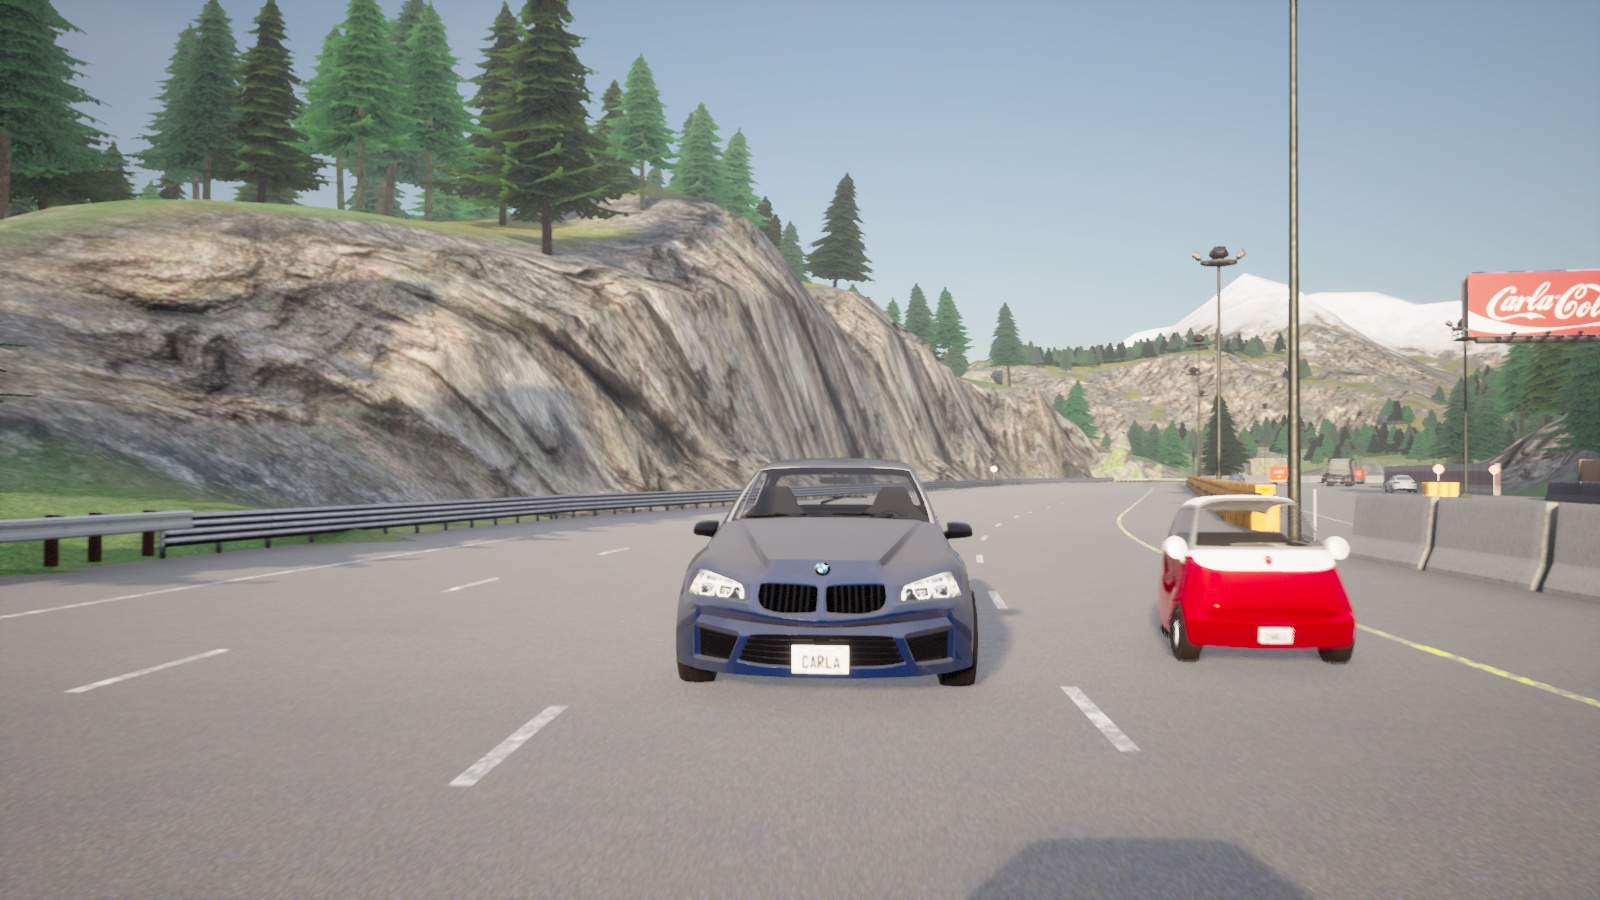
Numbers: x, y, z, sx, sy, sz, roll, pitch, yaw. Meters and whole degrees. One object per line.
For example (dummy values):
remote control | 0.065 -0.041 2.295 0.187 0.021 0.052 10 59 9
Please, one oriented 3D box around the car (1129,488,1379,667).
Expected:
car | 3.851 1.039 10.972 1.481 1.376 2.207 -1 -1 4

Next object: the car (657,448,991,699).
car | 0.312 0.831 10.746 2.242 1.667 4.611 0 0 4
